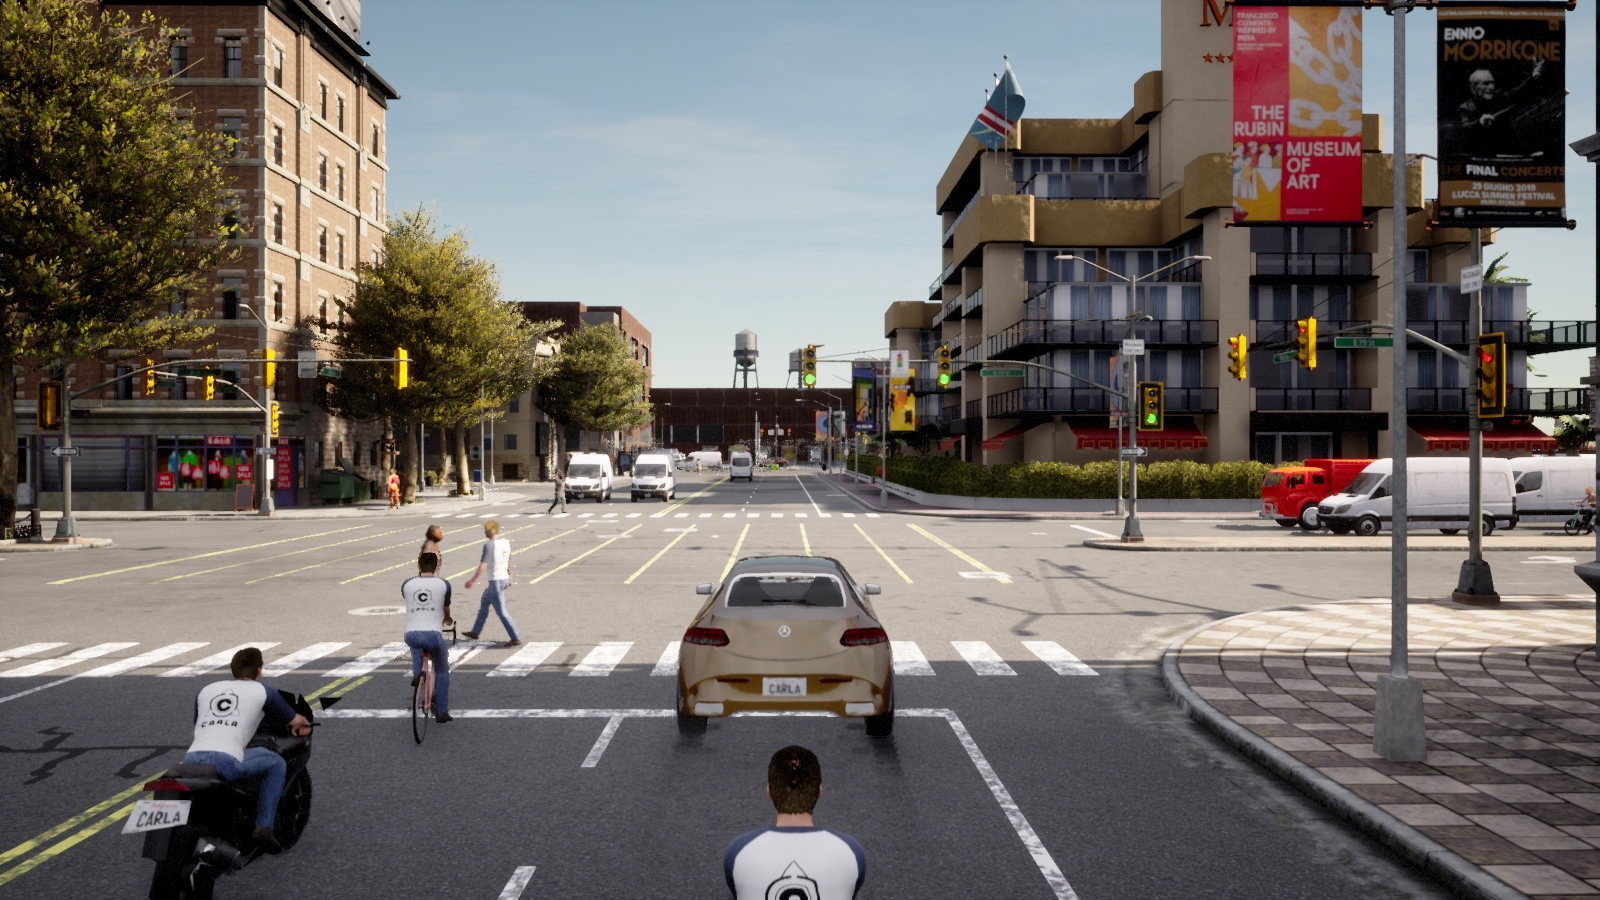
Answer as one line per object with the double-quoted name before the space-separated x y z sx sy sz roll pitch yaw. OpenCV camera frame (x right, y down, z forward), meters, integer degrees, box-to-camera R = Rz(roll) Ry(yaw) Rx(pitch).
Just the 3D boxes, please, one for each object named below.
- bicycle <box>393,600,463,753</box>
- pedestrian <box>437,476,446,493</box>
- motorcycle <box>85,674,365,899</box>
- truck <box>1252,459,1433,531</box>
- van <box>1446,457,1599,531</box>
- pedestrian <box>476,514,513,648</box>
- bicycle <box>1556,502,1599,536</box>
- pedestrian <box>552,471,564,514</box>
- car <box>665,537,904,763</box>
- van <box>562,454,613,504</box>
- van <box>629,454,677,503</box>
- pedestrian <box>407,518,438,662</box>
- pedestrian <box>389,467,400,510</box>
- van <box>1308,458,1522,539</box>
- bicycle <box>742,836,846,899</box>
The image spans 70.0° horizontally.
"bicycle" -3.686 2.206 11.396 0.373 1.196 1.643 0 0 -8
"pedestrian" -23.130 2.226 73.754 0.500 1.100 0.500 0 0 -6
"motorcycle" -3.560 2.213 7.327 0.803 1.145 2.033 0 0 -1
"truck" 19.262 1.568 40.800 5.204 2.467 2.627 0 0 -1
"van" 26.622 1.534 40.856 5.915 2.561 1.988 0 0 0
"pedestrian" -4.338 1.848 16.247 0.375 1.860 0.375 0 0 14
"bicycle" 25.756 2.256 37.394 1.487 1.080 0.859 0 0 -1
"pedestrian" -10.474 1.849 49.511 0.375 1.860 0.375 0 0 12
"car" -0.134 1.992 12.808 2.152 1.651 5.027 0 0 0
"van" -11.534 1.534 62.382 1.988 2.561 5.915 0 0 -3
"van" -8.075 1.534 63.233 1.988 2.561 5.915 0 0 -1
"pedestrian" -5.025 1.849 15.215 0.375 1.860 0.375 0 0 -15
"pedestrian" -17.917 1.696 50.449 0.375 1.860 0.375 0 0 -36
"van" 19.988 1.534 37.302 5.915 2.561 1.988 0 0 -1
"bicycle" -0.020 2.206 3.949 0.373 1.196 1.643 0 0 -1
